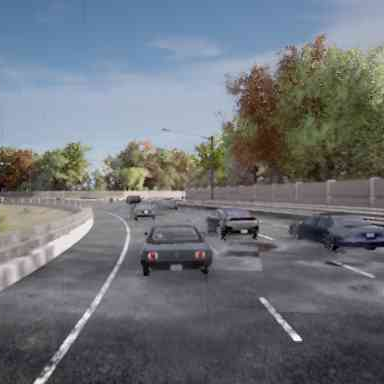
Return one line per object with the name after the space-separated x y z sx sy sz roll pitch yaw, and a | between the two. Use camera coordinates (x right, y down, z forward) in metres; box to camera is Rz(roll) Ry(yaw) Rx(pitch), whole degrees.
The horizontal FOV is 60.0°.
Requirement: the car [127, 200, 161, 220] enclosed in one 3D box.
-4.532 1.739 30.077 2.033 1.411 5.357 0 0 -17 | car

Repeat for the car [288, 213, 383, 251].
6.037 1.599 14.356 2.033 1.411 5.357 0 0 -8 | car

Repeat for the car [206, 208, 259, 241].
1.954 1.580 17.427 2.128 1.511 4.902 0 0 -10 | car

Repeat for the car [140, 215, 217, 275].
-0.595 1.665 10.734 1.895 1.301 4.718 0 0 -5 | car

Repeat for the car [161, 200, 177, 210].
-3.583 1.846 47.075 1.994 1.385 4.181 0 0 -23 | car

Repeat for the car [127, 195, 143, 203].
-14.541 1.778 85.387 2.150 2.045 5.566 0 0 11 | car

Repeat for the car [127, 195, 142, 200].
-11.501 1.650 66.010 2.150 2.045 5.566 0 0 -20 | car
